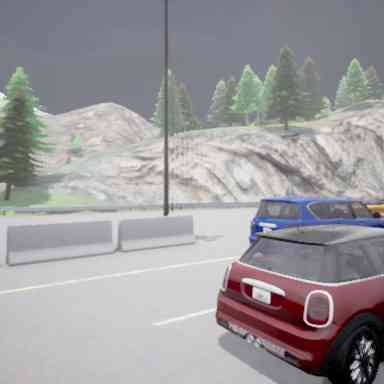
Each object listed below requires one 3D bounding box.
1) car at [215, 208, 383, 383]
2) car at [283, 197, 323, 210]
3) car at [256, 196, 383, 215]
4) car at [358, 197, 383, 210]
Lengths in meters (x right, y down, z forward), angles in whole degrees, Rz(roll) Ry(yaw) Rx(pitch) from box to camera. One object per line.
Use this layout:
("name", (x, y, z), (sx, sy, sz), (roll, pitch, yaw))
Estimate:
("car", (2.654, 1.315, 5.376), (4.553, 1.767, 2.097), (0, 0, -33))
("car", (13.099, 1.314, 39.187), (4.181, 1.385, 1.994), (0, 0, -25))
("car", (4.372, 1.151, 10.633), (5.566, 2.045, 2.150), (0, 0, -31))
("car", (22.047, 1.292, 39.421), (4.181, 1.385, 1.994), (0, 0, -24))
